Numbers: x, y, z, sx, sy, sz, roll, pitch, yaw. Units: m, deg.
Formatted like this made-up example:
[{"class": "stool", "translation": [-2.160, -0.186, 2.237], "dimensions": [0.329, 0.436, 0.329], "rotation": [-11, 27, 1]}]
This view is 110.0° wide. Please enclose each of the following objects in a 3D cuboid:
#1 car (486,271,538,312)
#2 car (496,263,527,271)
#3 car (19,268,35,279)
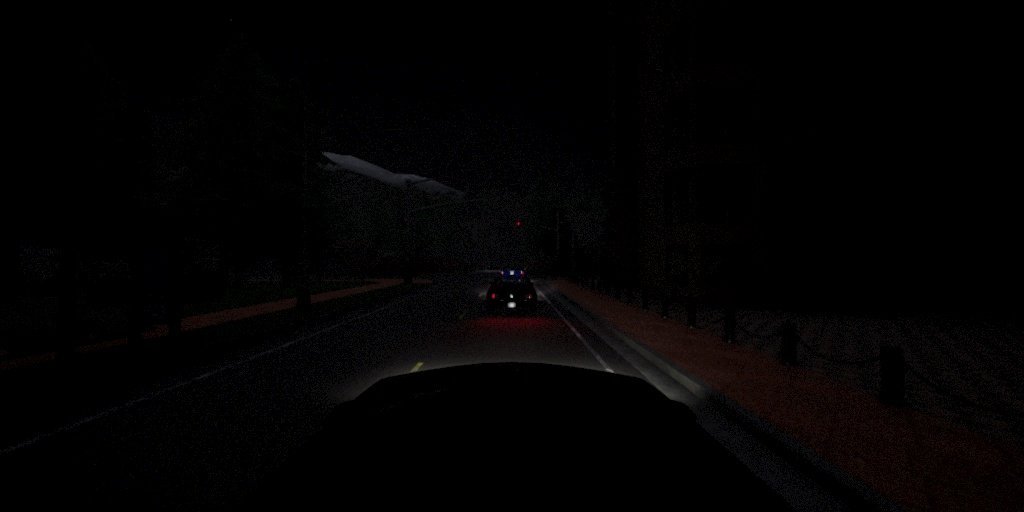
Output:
[{"class": "car", "translation": [0.004, 1.496, 15.087], "dimensions": [1.895, 1.301, 4.718], "rotation": [0, -1, 0]}, {"class": "car", "translation": [0.148, 1.410, 30.243], "dimensions": [2.097, 1.767, 4.553], "rotation": [0, -1, 4]}, {"class": "car", "translation": [-51.425, 1.599, 36.056], "dimensions": [4.902, 1.511, 2.128], "rotation": [0, -1, -5]}]
